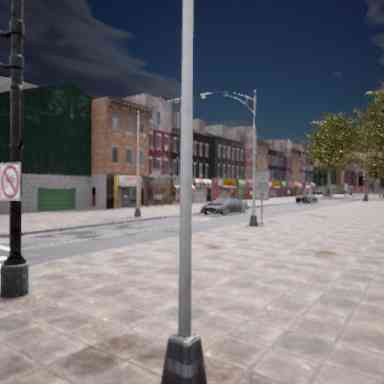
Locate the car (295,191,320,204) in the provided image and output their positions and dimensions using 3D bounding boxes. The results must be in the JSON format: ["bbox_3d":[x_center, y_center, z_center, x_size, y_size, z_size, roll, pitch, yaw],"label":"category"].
[{"bbox_3d":[15.612,0.936,45.219,1.895,1.301,4.718,1,1,36],"label":"car"}]

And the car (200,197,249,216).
[{"bbox_3d":[2.799,1.140,27.433,2.033,1.411,5.357,1,1,36],"label":"car"}]
